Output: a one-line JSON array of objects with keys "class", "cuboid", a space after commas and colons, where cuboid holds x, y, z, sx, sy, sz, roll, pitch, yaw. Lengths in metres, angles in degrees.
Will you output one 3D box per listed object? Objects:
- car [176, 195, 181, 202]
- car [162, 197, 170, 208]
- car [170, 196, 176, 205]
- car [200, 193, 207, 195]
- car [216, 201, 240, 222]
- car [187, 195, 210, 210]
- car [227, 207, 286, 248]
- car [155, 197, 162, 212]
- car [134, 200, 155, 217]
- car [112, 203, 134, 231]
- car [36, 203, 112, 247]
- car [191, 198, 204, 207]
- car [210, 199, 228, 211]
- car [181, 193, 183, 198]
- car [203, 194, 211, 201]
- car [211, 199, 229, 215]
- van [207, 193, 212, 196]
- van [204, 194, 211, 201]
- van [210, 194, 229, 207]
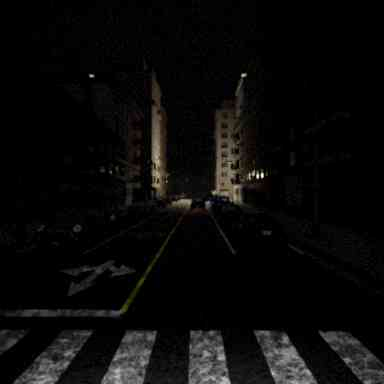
[{"class": "car", "cuboid": [-4.157, 1.624, 75.309, 1.802, 1.307, 4.206, 0, 0, 1]}, {"class": "car", "cuboid": [-4.620, 1.449, 47.758, 1.967, 1.590, 4.097, 0, 0, 1]}, {"class": "car", "cuboid": [-4.435, 1.573, 58.778, 2.008, 1.369, 4.403, 0, 0, 1]}, {"class": "car", "cuboid": [3.388, 1.269, 68.561, 2.150, 2.045, 5.566, 0, 0, 1]}, {"class": "car", "cuboid": [3.034, 1.583, 25.584, 1.802, 1.307, 4.206, 0, 0, 1]}, {"class": "car", "cuboid": [0.769, 1.500, 41.834, 2.128, 1.511, 4.902, 0, 0, 1]}, {"class": "car", "cuboid": [2.849, 1.567, 14.563, 1.947, 1.339, 4.313, 0, 0, 1]}, {"class": "car", "cuboid": [-4.805, 1.550, 36.738, 2.008, 1.369, 4.403, 0, 0, 1]}, {"class": "car", "cuboid": [-4.897, 1.578, 31.228, 1.802, 1.307, 4.206, 0, 0, 1]}, {"class": "car", "cuboid": [-5.082, 1.434, 20.208, 1.967, 1.590, 4.097, 0, 0, 1]}, {"class": "car", "cuboid": [-5.174, 1.434, 14.698, 1.967, 1.590, 4.097, 0, 0, 1]}, {"class": "car", "cuboid": [0.852, 1.620, 52.416, 1.895, 1.301, 4.718, 0, 0, 1]}, {"class": "car", "cuboid": [3.311, 1.561, 42.114, 2.008, 1.369, 4.403, 0, 0, 1]}, {"class": "car", "cuboid": [-3.972, 1.599, 86.330, 1.887, 1.381, 4.507, 0, 0, 1]}, {"class": "car", "cuboid": [4.144, 1.382, 91.705, 2.192, 1.841, 5.009, 0, 0, 1]}, {"class": "car", "cuboid": [3.126, 1.569, 31.094, 1.947, 1.339, 4.313, 0, 0, 1]}, {"class": "van", "cuboid": [3.404, 1.357, 47.624, 1.690, 1.788, 3.998, 0, 0, 1]}, {"class": "van", "cuboid": [4.052, 1.403, 86.195, 1.690, 1.788, 3.998, 0, 0, 1]}, {"class": "van", "cuboid": [3.219, 1.348, 36.604, 1.690, 1.788, 3.998, 0, 0, 1]}]
